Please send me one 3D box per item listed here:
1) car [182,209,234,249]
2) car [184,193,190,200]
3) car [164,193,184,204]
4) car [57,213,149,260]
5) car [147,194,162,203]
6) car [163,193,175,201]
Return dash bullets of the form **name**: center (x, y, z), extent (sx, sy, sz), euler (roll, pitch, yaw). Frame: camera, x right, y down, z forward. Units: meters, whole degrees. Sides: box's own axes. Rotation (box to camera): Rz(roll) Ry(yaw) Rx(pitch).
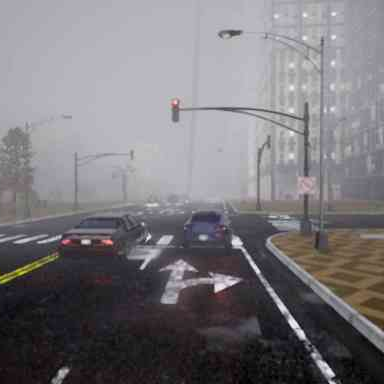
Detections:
- **car**: center (0.771, 1.427, 14.081), extent (1.812, 1.442, 4.674), euler (0, 0, 9)
- **car**: center (-1.579, 1.011, 70.808), extent (1.837, 1.490, 4.892), euler (0, 0, 5)
- **car**: center (-2.973, 1.118, 55.295), extent (1.837, 1.490, 4.892), euler (0, 0, 5)
- **car**: center (-2.902, 1.462, 12.014), extent (2.033, 1.411, 5.357), euler (0, 0, 3)
- **car**: center (-6.212, 1.101, 55.573), extent (2.128, 1.511, 4.902), euler (0, 0, 5)
- **car**: center (-4.816, 1.007, 71.089), extent (1.837, 1.490, 4.892), euler (0, 0, 5)
